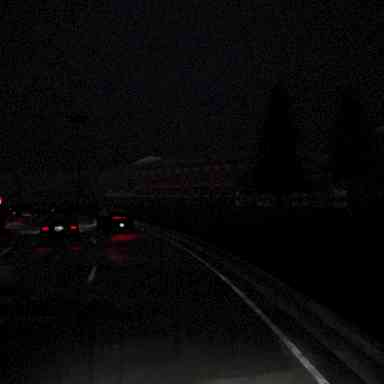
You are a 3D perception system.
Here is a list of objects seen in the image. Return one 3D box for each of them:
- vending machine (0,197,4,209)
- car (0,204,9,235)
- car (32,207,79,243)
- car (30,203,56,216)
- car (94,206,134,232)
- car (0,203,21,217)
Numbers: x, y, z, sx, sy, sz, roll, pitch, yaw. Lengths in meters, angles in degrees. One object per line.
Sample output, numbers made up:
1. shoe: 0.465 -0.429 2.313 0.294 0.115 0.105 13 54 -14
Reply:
1. vending machine: -33.429 1.867 57.659 0.880 2.100 1.100 -1 -1 41
2. car: -12.470 1.718 20.178 1.882 1.535 5.008 0 -1 -27
3. car: -6.983 1.733 17.476 2.033 1.411 5.357 0 -1 -22
4. car: -16.383 1.965 37.080 4.181 1.385 1.994 -1 -1 44
5. car: -5.155 1.714 21.751 1.837 1.490 4.892 0 -1 -25
6. car: -19.959 1.915 35.680 4.892 1.490 1.837 -1 -1 43
